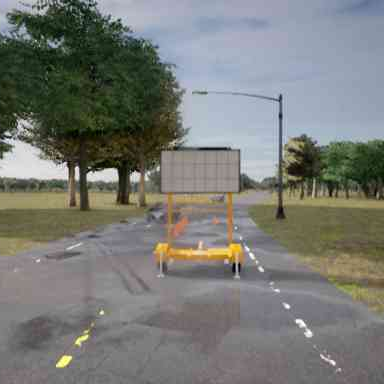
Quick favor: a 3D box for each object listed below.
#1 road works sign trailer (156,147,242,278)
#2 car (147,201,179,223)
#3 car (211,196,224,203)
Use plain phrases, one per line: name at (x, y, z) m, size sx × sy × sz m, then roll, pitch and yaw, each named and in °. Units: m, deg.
road works sign trailer at (0.248, 0.451, 10.074) m, size 2.380 × 3.560 × 2.880 m, roll 0°, pitch 0°, yaw 3°
car at (-2.134, 1.467, 25.468) m, size 2.128 × 1.511 × 4.902 m, roll 0°, pitch 0°, yaw 6°
car at (5.002, 1.443, 65.208) m, size 2.128 × 1.511 × 4.902 m, roll 0°, pitch 0°, yaw 15°
